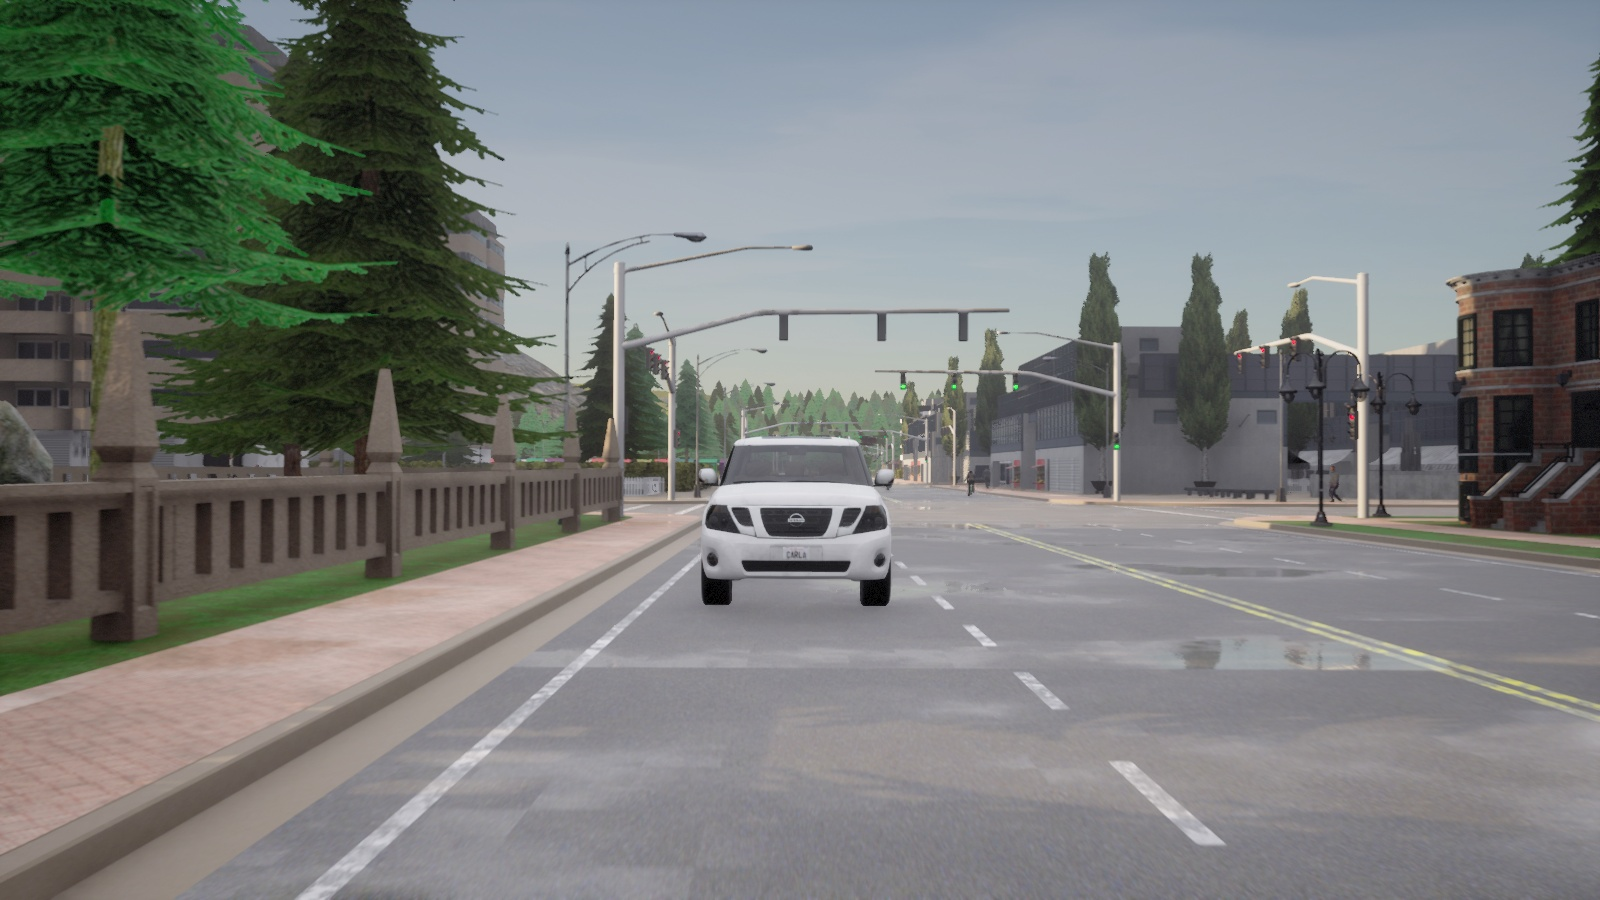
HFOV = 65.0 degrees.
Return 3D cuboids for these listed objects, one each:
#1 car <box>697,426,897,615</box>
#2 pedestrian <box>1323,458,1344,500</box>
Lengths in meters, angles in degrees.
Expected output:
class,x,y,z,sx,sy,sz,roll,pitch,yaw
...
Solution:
class,x,y,z,sx,sy,sz,roll,pitch,yaw
car,-0.041,0.808,16.371,2.150,2.045,5.566,0,-1,0
pedestrian,25.228,1.367,59.387,0.788,1.949,0.423,0,-1,-7
